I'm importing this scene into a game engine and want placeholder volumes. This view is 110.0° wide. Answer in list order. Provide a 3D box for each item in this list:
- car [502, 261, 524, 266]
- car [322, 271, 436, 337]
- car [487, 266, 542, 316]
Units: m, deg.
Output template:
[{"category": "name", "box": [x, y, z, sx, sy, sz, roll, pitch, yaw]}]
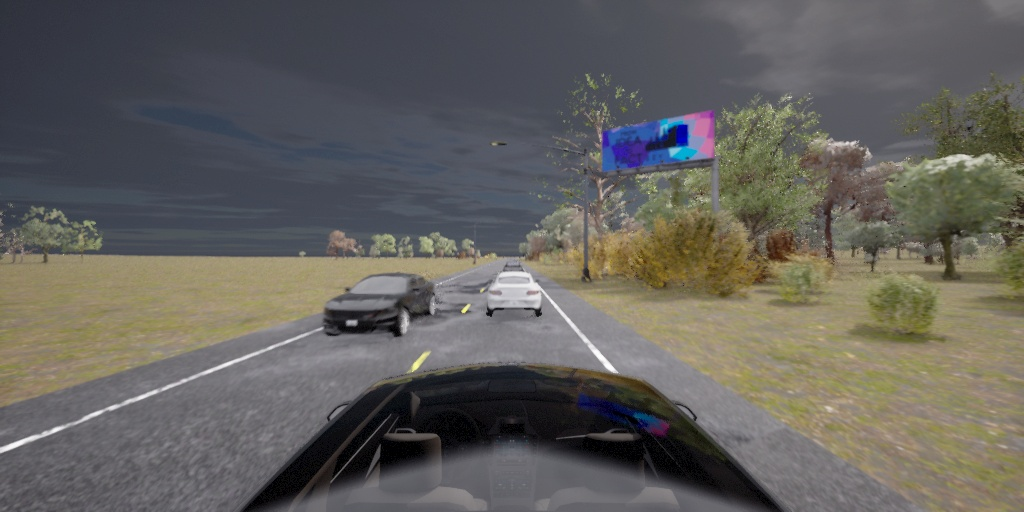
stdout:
[{"category": "car", "box": [0.103, 1.250, 33.822, 2.128, 1.511, 4.902, 0, 0, 0]}, {"category": "car", "box": [-3.577, 1.230, 10.531, 1.882, 1.535, 5.008, 0, 0, 0]}, {"category": "car", "box": [0.080, 1.279, 13.331, 1.812, 1.442, 4.674, 0, 0, 0]}]
